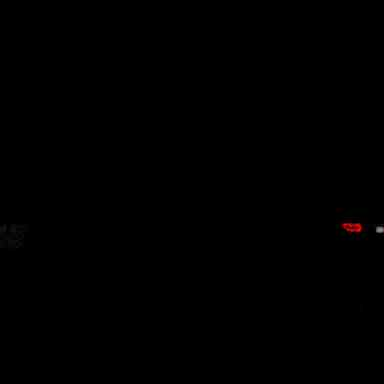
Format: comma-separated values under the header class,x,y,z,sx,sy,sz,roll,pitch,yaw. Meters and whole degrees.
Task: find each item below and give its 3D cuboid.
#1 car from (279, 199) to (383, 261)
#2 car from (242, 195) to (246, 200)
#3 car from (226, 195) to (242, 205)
class,x,y,z,sx,sy,sz,roll,pitch,yaw
car,5.323,1.272,12.784,2.150,2.045,5.566,-1,-1,-9
car,13.856,1.441,91.275,1.994,1.385,4.181,-1,2,12
car,8.882,1.657,72.012,2.150,2.045,5.566,-1,1,16
